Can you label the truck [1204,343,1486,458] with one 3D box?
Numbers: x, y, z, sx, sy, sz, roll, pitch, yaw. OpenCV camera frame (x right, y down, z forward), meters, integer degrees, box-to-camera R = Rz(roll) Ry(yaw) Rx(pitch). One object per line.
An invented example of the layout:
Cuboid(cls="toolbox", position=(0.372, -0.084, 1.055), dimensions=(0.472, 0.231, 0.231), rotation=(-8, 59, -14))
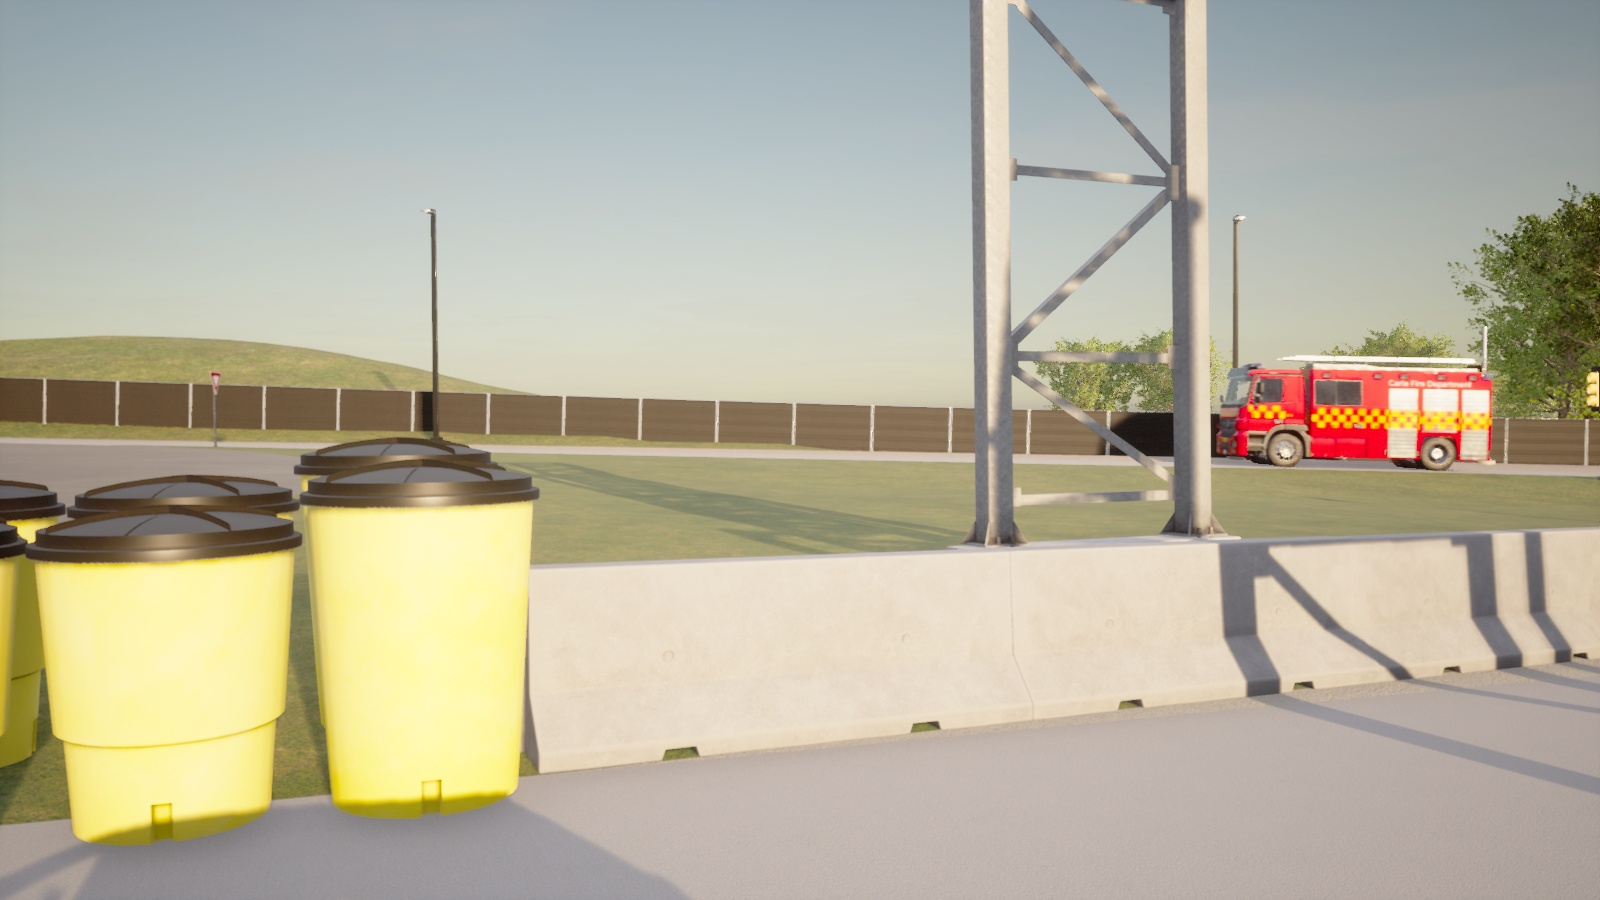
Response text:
Cuboid(cls="truck", position=(18.731, -1.696, 43.601), dimensions=(8.468, 3.827, 2.891), rotation=(0, 2, 4))
